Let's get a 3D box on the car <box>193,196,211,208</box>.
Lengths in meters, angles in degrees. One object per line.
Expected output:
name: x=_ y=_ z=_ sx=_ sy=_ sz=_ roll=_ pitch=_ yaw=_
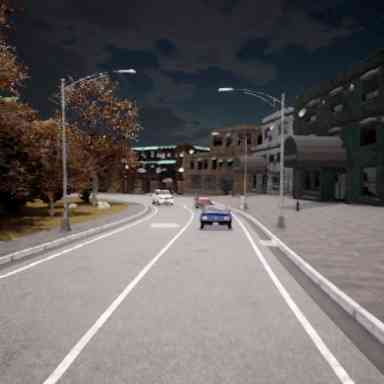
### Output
car: x=1.225 y=1.153 z=38.831 sx=1.812 sy=1.442 sz=4.674 roll=0 pitch=1 yaw=-4

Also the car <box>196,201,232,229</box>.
car: x=1.498 y=1.487 z=21.037 sx=1.895 sy=1.301 sz=4.718 roll=0 pitch=1 yaw=4

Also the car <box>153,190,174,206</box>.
car: x=-3.917 y=0.749 z=44.692 sx=2.150 sy=2.045 sz=5.566 roll=0 pitch=1 yaw=-15
